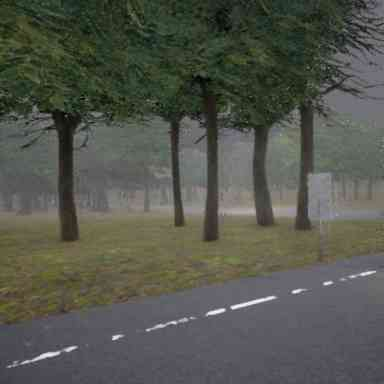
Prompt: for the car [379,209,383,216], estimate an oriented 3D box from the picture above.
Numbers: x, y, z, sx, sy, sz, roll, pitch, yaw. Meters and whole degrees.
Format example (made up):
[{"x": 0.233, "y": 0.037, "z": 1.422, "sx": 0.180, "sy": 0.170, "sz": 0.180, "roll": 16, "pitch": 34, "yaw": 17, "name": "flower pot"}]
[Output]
[{"x": 26.572, "y": 2.527, "z": 41.765, "sx": 2.033, "sy": 1.411, "sz": 5.357, "roll": -3, "pitch": 0, "yaw": -36, "name": "car"}]
